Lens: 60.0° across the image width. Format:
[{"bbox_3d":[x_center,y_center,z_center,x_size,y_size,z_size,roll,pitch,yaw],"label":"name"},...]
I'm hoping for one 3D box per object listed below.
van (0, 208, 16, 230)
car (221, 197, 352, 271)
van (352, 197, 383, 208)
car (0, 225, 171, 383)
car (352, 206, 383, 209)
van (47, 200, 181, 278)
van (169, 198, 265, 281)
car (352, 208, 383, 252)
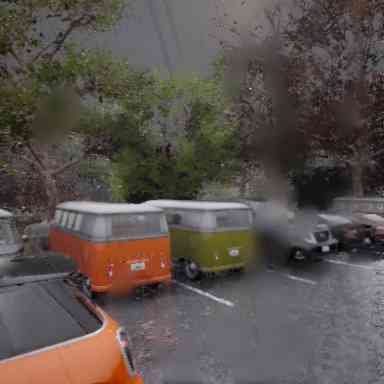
[{"bbox_3d":[-4.584,1.251,6.647,1.878,1.987,4.442,0,0,-36],"label":"van"},{"bbox_3d":[2.137,1.234,11.550,2.435,2.045,5.566,0,0,-36],"label":"car"},{"bbox_3d":[8.817,1.267,16.495,1.878,1.987,4.442,0,0,-36],"label":"van"},{"bbox_3d":[-2.643,1.358,2.110,4.553,1.767,2.097,0,0,-36],"label":"car"},{"bbox_3d":[6.734,1.530,14.862,2.002,1.452,4.674,0,0,-36],"label":"car"},{"bbox_3d":[-2.356,1.254,8.523,1.878,1.987,4.442,0,0,-35],"label":"van"},{"bbox_3d":[-0.203,1.256,10.059,1.878,1.987,4.442,0,0,-36],"label":"van"},{"bbox_3d":[4.480,1.487,13.250,2.097,1.535,5.008,0,0,-35],"label":"car"}]
